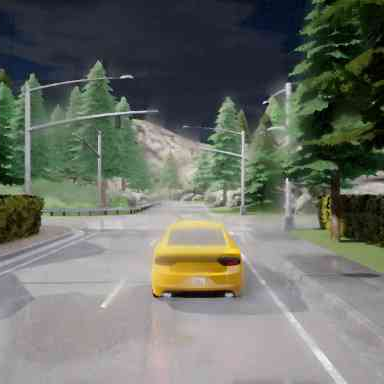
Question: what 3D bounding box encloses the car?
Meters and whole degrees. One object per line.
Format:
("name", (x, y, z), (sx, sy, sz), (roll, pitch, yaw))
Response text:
("car", (0.121, 1.478, 8.563), (1.882, 1.535, 5.008), (0, 0, 0))
